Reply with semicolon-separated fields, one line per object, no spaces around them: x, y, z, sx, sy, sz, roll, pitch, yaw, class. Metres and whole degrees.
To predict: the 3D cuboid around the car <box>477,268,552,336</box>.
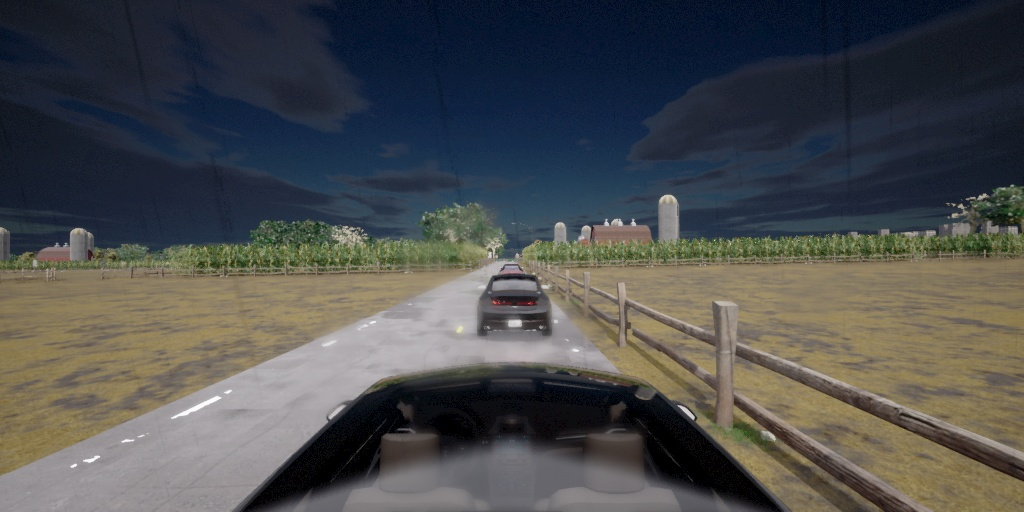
0.058;1.253;10.367;1.837;1.490;4.892;0;0;0;car

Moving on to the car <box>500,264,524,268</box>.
-0.028;1.295;27.265;1.994;1.385;4.181;0;0;0;car
